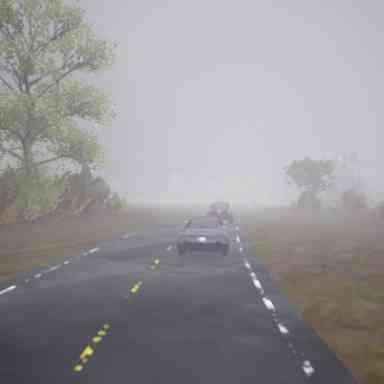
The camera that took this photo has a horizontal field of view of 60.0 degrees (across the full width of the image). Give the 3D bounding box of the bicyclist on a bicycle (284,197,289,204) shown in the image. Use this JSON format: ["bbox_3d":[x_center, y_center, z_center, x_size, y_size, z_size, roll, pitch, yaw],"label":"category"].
[{"bbox_3d":[24.997,2.405,89.214,0.582,1.620,1.656,0,-1,22],"label":"bicyclist on a bicycle"}]

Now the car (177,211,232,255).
[{"bbox_3d":[0.558,1.703,14.109,1.994,1.385,4.181,0,-1,5],"label":"car"}]

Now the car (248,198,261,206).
[{"bbox_3d":[13.407,2.102,70.863,2.097,1.767,4.553,0,-1,22],"label":"car"}]

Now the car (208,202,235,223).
[{"bbox_3d":[2.576,1.638,28.615,2.097,1.767,4.553,0,-1,11],"label":"car"}]
